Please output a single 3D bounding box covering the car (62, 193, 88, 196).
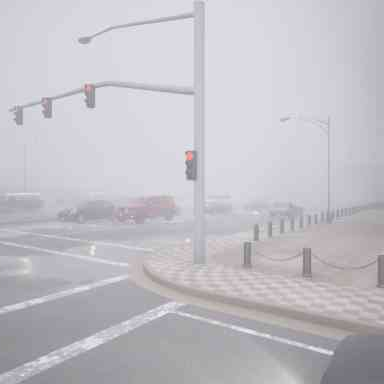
[{"bbox_3d":[-23.842,1.209,66.207,1.932,1.855,4.605,0,0,36],"label":"car"}]

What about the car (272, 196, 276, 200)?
[{"bbox_3d":[11.807,1.406,52.998,2.097,1.767,4.553,0,0,36],"label":"car"}]

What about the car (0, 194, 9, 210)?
[{"bbox_3d":[-26.075,1.419,49.232,1.784,1.438,3.905,0,0,36],"label":"car"}]

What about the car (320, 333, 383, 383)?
[{"bbox_3d":[3.379,1.547,1.550,5.357,1.411,2.033,0,0,33],"label":"car"}]

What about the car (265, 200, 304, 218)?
[{"bbox_3d":[8.858,1.656,30.911,1.895,1.301,4.718,0,0,36],"label":"car"}]

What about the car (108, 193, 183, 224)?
[{"bbox_3d":[-3.503,1.277,26.161,2.150,2.045,5.566,0,0,36],"label":"car"}]

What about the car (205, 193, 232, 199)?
[{"bbox_3d":[3.032,1.277,41.075,2.150,2.045,5.566,0,0,36],"label":"car"}]

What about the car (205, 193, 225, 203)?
[{"bbox_3d":[4.650,1.209,67.023,1.932,1.855,4.605,0,0,36],"label":"car"}]

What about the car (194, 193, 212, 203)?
[{"bbox_3d":[2.348,1.212,68.778,1.905,1.878,3.866,0,0,36],"label":"car"}]

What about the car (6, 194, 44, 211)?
[{"bbox_3d":[-23.741,1.451,47.520,1.970,1.475,3.806,0,0,36],"label":"car"}]

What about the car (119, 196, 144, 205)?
[{"bbox_3d":[-10.161,1.451,56.290,1.970,1.475,3.806,0,0,36],"label":"car"}]

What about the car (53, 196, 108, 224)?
[{"bbox_3d":[-8.043,1.407,25.867,2.097,1.767,4.553,0,0,36],"label":"car"}]

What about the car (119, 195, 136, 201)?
[{"bbox_3d":[-15.830,1.451,82.070,1.970,1.475,3.806,0,0,36],"label":"car"}]

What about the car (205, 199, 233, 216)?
[{"bbox_3d":[2.243,1.656,34.055,1.895,1.301,4.718,0,0,36],"label":"car"}]

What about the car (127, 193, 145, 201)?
[{"bbox_3d":[-13.501,1.212,80.349,1.905,1.878,3.866,0,0,36],"label":"car"}]

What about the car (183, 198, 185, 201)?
[{"bbox_3d":[-2.985,1.619,32.821,1.994,1.385,4.181,0,0,36],"label":"car"}]

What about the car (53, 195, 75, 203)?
[{"bbox_3d":[-26.140,1.419,67.971,1.784,1.438,3.905,0,0,36],"label":"car"}]

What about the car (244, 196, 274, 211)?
[{"bbox_3d":[8.314,1.581,42.369,1.812,1.442,4.674,0,0,36],"label":"car"}]
